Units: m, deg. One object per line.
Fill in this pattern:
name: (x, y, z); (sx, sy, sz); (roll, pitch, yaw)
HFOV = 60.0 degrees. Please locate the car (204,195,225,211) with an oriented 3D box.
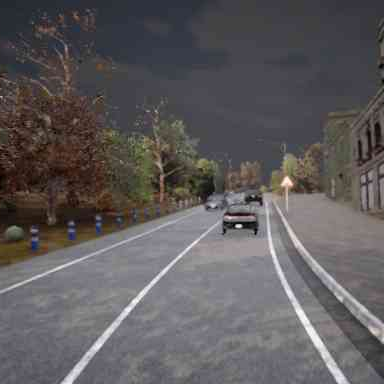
car: (2.480, 1.080, 33.616); (2.128, 1.511, 4.902); (-1, 1, 13)

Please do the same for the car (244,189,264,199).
car: (7.730, 0.572, 41.590); (2.150, 2.045, 5.566); (-1, 1, 12)

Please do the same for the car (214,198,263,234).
car: (2.746, 1.376, 18.444); (2.128, 1.511, 4.902); (-1, 1, 11)
